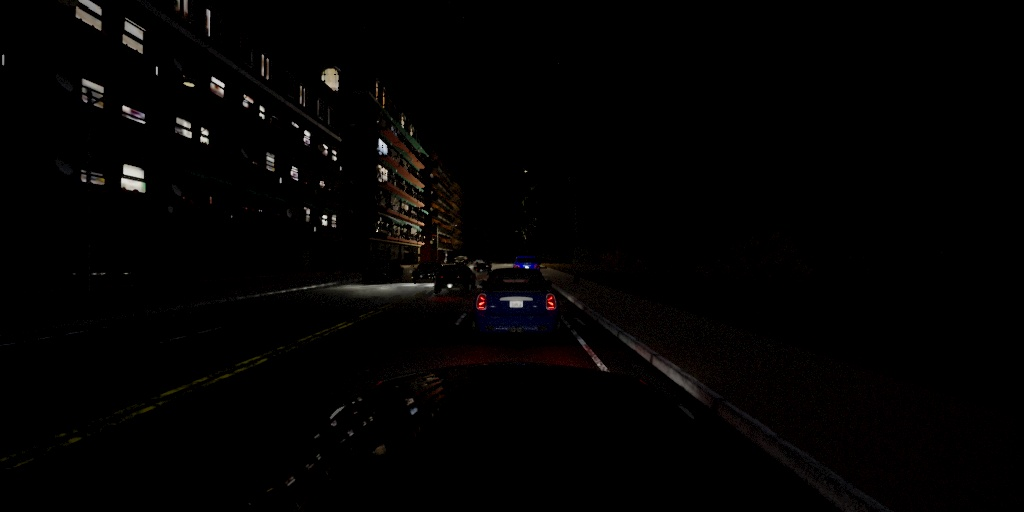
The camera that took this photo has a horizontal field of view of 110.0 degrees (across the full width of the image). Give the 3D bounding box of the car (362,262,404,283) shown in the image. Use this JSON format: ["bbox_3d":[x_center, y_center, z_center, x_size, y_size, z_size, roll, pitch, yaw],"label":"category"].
[{"bbox_3d":[-9.838,1.228,27.684,1.882,1.535,5.008,0,0,0],"label":"car"}]

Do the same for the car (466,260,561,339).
[{"bbox_3d":[0.103,1.102,10.177,2.097,1.767,4.553,0,0,0],"label":"car"}]

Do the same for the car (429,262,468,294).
[{"bbox_3d":[-3.141,1.255,20.531,1.837,1.490,4.892,0,0,0],"label":"car"}]

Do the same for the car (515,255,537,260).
[{"bbox_3d":[1.151,0.975,30.130,2.150,2.045,5.566,0,0,0],"label":"car"}]

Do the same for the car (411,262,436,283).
[{"bbox_3d":[-6.589,1.255,28.406,1.837,1.490,4.892,0,0,0],"label":"car"}]
